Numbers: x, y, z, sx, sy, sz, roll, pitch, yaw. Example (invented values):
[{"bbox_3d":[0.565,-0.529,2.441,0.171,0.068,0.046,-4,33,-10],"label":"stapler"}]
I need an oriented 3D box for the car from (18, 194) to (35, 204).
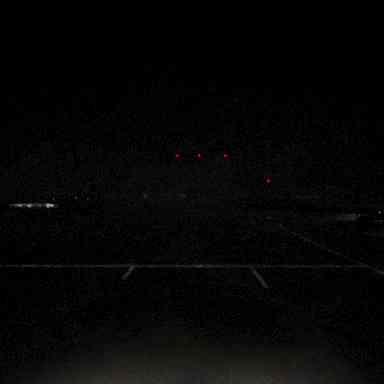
[{"bbox_3d":[-28.090,1.121,57.634,2.097,1.767,4.553,0,0,0],"label":"car"}]

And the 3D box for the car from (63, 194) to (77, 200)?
[{"bbox_3d":[-28.813,1.216,78.789,2.033,1.411,5.357,0,0,-7],"label":"car"}]

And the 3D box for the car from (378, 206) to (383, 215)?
[{"bbox_3d":[17.649,1.260,26.079,4.553,1.767,2.097,0,0,6],"label":"car"}]

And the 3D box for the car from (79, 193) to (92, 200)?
[{"bbox_3d":[-25.259,1.031,78.756,2.097,1.767,4.553,0,0,-7],"label":"car"}]

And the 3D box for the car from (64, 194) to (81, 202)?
[{"bbox_3d":[-24.548,1.221,68.490,1.837,1.490,4.892,0,0,0],"label":"car"}]

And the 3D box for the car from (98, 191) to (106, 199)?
[{"bbox_3d":[-21.627,0.905,78.040,2.150,2.045,5.566,0,0,-7],"label":"car"}]

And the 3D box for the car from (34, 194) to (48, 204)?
[{"bbox_3d":[-24.603,1.297,57.057,1.812,1.442,4.674,0,0,0],"label":"car"}]

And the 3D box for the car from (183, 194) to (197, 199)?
[{"bbox_3d":[-0.168,1.201,94.674,1.895,1.301,4.718,0,0,-18],"label":"car"}]

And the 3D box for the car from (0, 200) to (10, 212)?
[{"bbox_3d":[-21.121,1.472,34.618,1.895,1.301,4.718,0,0,0],"label":"car"}]

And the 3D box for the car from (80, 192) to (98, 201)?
[{"bbox_3d":[-21.040,1.228,67.050,1.837,1.490,4.892,0,0,0],"label":"car"}]

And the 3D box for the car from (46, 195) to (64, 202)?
[{"bbox_3d":[-28.045,1.318,68.206,1.895,1.301,4.718,0,0,0],"label":"car"}]

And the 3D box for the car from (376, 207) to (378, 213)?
[{"bbox_3d":[19.457,1.441,29.502,5.357,1.411,2.033,0,0,7],"label":"car"}]

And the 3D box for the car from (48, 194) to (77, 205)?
[{"bbox_3d":[-21.115,1.134,54.470,2.097,1.767,4.553,0,0,0],"label":"car"}]
